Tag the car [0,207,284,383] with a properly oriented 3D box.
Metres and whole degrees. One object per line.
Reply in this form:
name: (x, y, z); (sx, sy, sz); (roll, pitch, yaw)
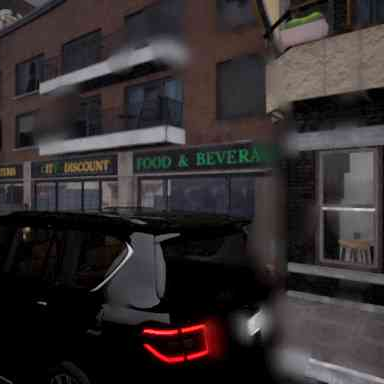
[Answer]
car: (-1.630, 1.223, 4.423); (5.566, 2.045, 2.150); (0, 0, 36)
